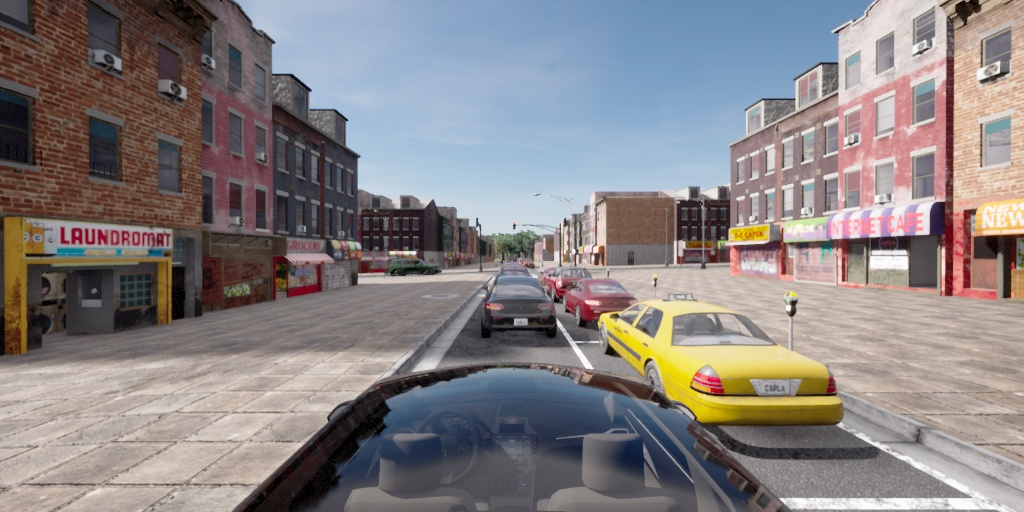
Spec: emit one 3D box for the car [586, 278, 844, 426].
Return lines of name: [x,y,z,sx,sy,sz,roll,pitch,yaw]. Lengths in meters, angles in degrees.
car: [2.642,1.275,5.896,1.751,1.417,4.829,0,0,0]

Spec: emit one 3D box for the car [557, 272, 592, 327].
car: [2.650,1.332,11.193,1.802,1.307,4.207,0,0,0]

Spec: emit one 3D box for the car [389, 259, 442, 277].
car: [-10.673,1.298,39.659,5.566,2.045,2.150,-2,0,0]

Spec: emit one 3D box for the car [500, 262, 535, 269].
car: [0.111,1.246,17.533,2.128,1.511,4.902,0,0,0]

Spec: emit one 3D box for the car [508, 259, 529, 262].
car: [0.101,1.245,27.093,1.882,1.535,5.008,0,0,0]

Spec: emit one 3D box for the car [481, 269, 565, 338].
car: [0.119,1.276,10.134,1.812,1.442,4.674,0,0,-2]

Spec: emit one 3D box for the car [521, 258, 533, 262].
car: [2.720,1.309,59.466,1.967,1.591,4.097,0,0,0]

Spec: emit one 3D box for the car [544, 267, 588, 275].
car: [2.658,1.193,16.659,1.967,1.591,4.097,0,0,0]
